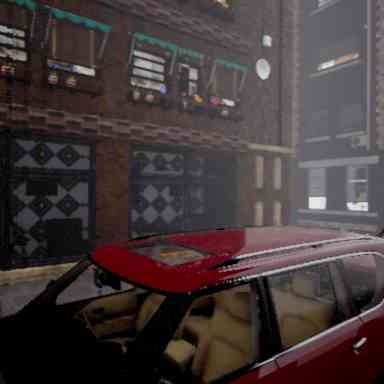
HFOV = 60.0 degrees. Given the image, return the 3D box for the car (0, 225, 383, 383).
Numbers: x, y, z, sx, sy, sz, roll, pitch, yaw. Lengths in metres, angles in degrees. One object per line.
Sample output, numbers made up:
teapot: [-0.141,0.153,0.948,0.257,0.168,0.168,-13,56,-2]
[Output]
car: [-0.062,1.311,2.661,5.009,1.841,2.192,0,1,-35]
